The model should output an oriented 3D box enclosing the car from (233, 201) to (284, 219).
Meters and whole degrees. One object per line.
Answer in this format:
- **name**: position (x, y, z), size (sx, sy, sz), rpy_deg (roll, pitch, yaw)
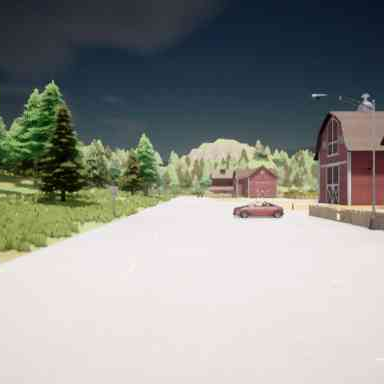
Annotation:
- **car**: position (5.558, 1.500, 28.054), size (4.181, 1.381, 1.994), rpy_deg (0, 0, -1)
